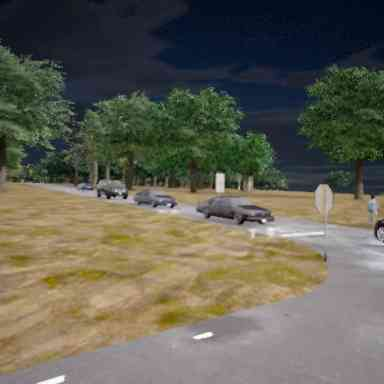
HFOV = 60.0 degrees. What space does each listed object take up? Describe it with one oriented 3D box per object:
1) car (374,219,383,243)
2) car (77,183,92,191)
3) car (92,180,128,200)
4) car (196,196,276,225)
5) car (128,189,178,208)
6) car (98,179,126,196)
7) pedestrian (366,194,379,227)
[{"bbox_3d":[8.949,1.480,12.321,1.837,1.490,4.892,4,3,-8],"label":"car"},{"bbox_3d":[-18.689,-0.947,58.263,1.994,1.385,4.181,1,2,-32],"label":"car"},{"bbox_3d":[-8.871,-0.308,36.791,2.150,2.045,5.566,2,2,-32],"label":"car"},{"bbox_3d":[2.279,0.950,19.094,2.033,1.411,5.357,2,2,-32],"label":"car"},{"bbox_3d":[-3.157,0.498,27.719,2.033,1.411,5.357,1,2,-32],"label":"car"},{"bbox_3d":[-11.235,-0.658,46.492,2.150,2.045,5.566,1,2,-32],"label":"car"},{"bbox_3d":[10.101,1.033,18.646,0.375,1.860,0.375,5,-2,-32],"label":"pedestrian"}]
